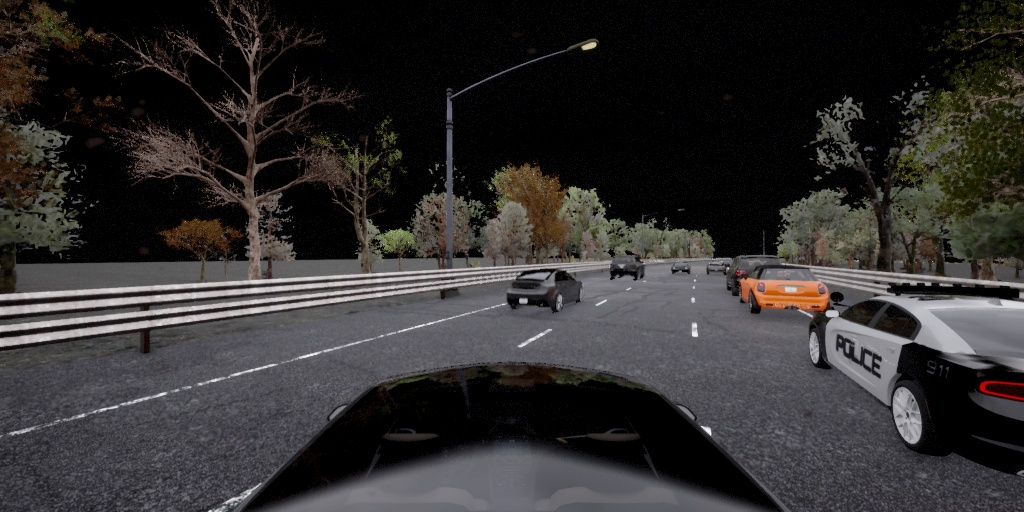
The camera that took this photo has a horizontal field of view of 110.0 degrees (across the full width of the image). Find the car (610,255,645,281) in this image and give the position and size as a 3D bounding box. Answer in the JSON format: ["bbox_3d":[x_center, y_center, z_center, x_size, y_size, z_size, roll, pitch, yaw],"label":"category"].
[{"bbox_3d":[9.989,0.977,30.877,2.150,2.045,5.566,0,0,28],"label":"car"}]

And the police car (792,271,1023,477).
[{"bbox_3d":[5.603,1.175,4.695,1.930,1.638,5.238,0,0,26],"label":"police car"}]

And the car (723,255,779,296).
[{"bbox_3d":[12.626,0.978,18.758,2.150,2.045,5.566,0,0,27],"label":"car"}]

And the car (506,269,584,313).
[{"bbox_3d":[1.462,1.256,14.237,1.837,1.490,4.892,0,0,26],"label":"car"}]

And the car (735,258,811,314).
[{"bbox_3d":[9.918,1.102,13.421,2.097,1.767,4.553,0,0,27],"label":"car"}]

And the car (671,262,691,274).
[{"bbox_3d":[19.294,1.370,40.810,1.895,1.301,4.718,0,0,29],"label":"car"}]

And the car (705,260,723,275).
[{"bbox_3d":[22.407,1.261,39.332,2.128,1.511,4.902,0,0,29],"label":"car"}]
